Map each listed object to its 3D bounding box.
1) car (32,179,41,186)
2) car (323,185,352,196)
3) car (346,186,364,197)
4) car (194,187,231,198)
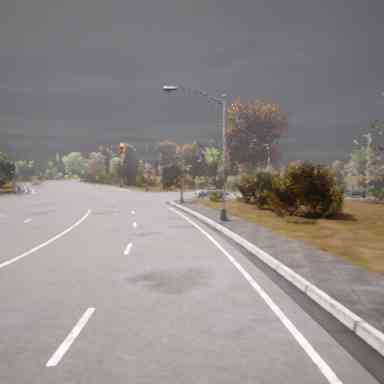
[{"bbox_3d":[-40.118,-2.597,85.633,2.097,1.767,4.553,-2,3,-28],"label":"car"},{"bbox_3d":[29.806,-0.310,68.062,5.566,2.045,2.150,2,2,-24],"label":"car"},{"bbox_3d":[31.255,0.154,64.898,4.892,1.490,1.837,2,2,-24],"label":"car"},{"bbox_3d":[2.769,0.028,44.374,4.718,1.301,1.895,0,3,-24],"label":"car"}]
